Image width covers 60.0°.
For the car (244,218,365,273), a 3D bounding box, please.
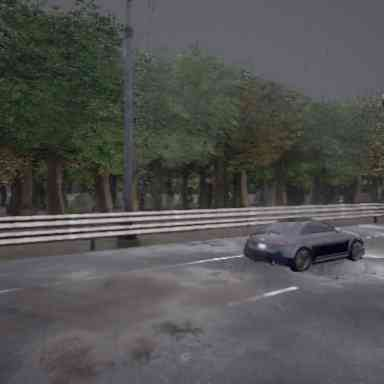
[{"bbox_3d":[3.669,1.529,10.680,4.181,1.385,1.994,0,0,-34],"label":"car"}]
